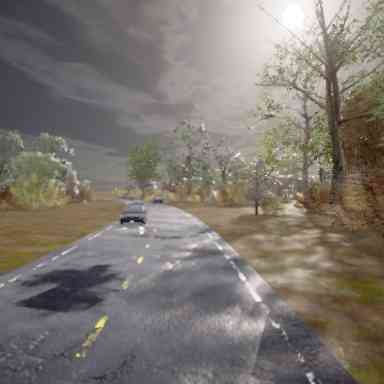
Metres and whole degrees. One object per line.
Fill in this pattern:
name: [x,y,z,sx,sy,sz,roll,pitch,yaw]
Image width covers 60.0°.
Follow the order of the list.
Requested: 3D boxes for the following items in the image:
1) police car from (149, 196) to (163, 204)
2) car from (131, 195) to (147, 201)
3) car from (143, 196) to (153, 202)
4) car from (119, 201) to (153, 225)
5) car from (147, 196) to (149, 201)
police car: [-7.061,1.654,68.221,1.930,1.638,5.238,0,0,-13]
car: [-10.382,1.822,65.156,1.895,1.301,4.718,0,0,-12]
car: [-11.159,1.740,83.899,1.801,1.575,5.366,0,0,-16]
car: [-4.263,1.635,25.058,2.033,1.411,5.357,0,0,-5]
car: [-9.483,1.741,77.891,1.882,1.535,5.008,0,0,-15]
